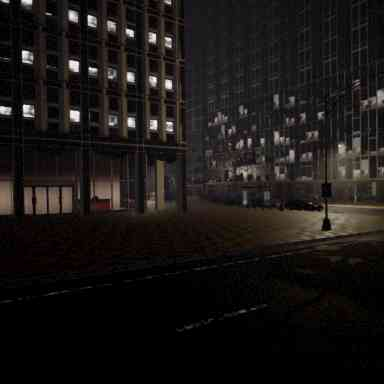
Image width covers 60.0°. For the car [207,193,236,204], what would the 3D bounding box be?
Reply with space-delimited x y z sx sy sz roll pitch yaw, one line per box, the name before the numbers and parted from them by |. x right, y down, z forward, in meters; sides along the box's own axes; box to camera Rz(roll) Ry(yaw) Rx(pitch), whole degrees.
car | 4.971 1.262 51.514 1.895 1.301 4.718 -1 1 -34

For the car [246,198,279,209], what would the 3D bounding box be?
car | 8.951 1.386 40.941 1.802 1.307 4.206 -1 1 -34

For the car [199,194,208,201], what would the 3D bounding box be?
car | 3.083 1.041 64.485 1.802 1.307 4.206 -1 1 -34

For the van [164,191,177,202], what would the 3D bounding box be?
van | -3.825 0.936 59.740 1.690 1.788 3.998 0 1 -34

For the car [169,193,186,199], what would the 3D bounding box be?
car | -3.351 0.934 73.856 1.802 1.307 4.206 0 1 -34

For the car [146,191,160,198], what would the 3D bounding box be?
car | -9.787 0.684 83.224 1.967 1.590 4.097 0 1 -34

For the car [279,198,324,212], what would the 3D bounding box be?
car | 12.155 1.422 36.243 1.947 1.339 4.313 -1 1 -34

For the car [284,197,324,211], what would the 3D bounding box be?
car | 13.233 1.358 39.460 1.994 1.385 4.181 -1 1 -35

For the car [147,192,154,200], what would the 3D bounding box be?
car | -10.260 1.038 69.113 2.008 1.369 4.403 0 1 -34

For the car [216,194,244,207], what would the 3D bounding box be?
car | 5.782 1.318 45.658 1.947 1.339 4.313 -1 1 -34
